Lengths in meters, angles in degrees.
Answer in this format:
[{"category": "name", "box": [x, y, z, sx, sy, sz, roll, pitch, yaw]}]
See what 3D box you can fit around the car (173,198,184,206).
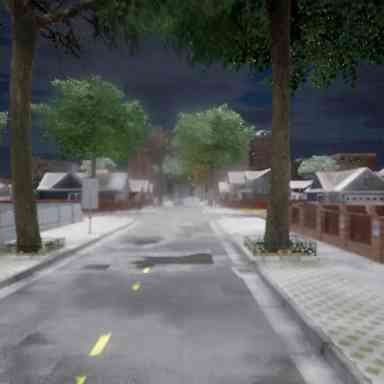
[{"category": "car", "box": [-2.756, 2.080, 69.410, 2.097, 1.767, 4.553, 0, -1, 0]}]
